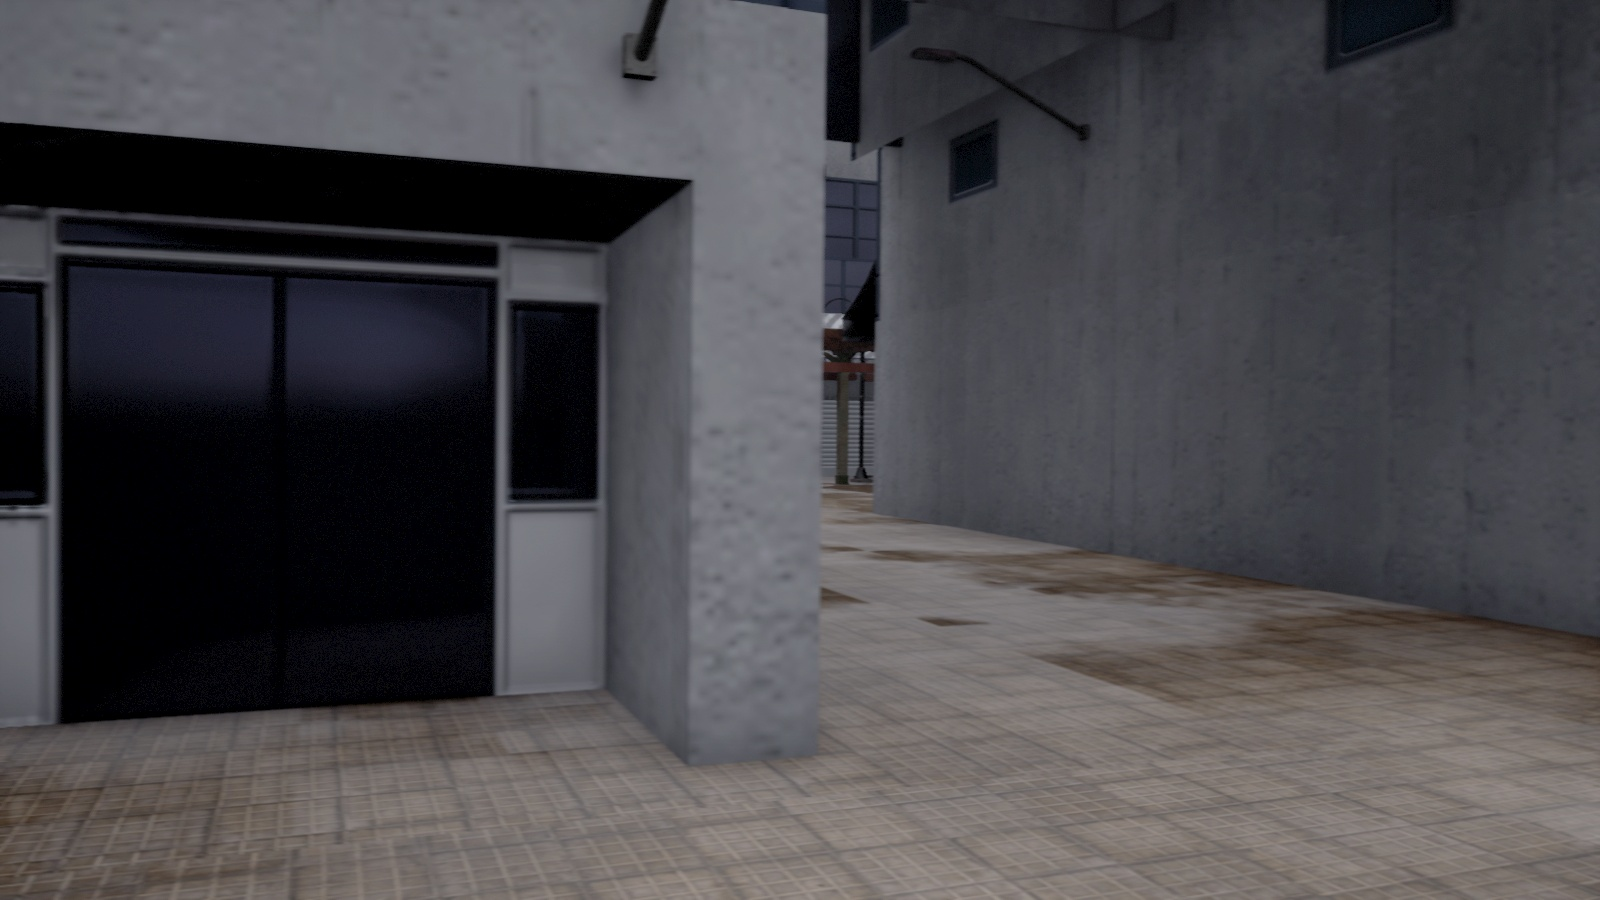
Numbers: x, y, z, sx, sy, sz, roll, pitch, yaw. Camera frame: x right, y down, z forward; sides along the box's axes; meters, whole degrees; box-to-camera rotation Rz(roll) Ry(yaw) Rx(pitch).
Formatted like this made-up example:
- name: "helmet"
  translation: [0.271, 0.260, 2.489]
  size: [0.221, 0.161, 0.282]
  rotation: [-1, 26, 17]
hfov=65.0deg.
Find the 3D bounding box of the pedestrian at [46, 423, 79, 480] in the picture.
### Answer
- name: "pedestrian"
  translation: [-24.517, 0.044, 41.756]
  size: [0.849, 1.883, 0.563]
  rotation: [-1, 1, -21]
